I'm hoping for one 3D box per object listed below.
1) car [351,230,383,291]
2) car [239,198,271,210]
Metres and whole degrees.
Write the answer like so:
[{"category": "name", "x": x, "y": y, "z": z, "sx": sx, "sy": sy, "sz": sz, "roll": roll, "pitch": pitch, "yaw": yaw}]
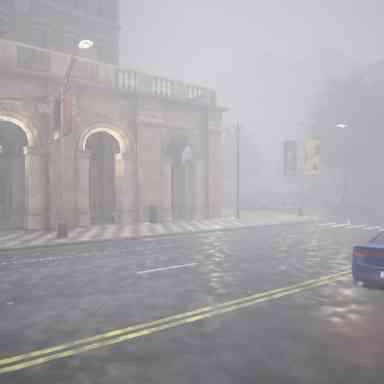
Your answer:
[{"category": "car", "x": 5.788, "y": 1.477, "z": 7.979, "sx": 5.008, "sy": 1.535, "sz": 1.882, "roll": 0, "pitch": 0, "yaw": -37}, {"category": "car", "x": 7.886, "y": 1.504, "z": 42.677, "sx": 1.837, "sy": 1.490, "sz": 4.892, "roll": 0, "pitch": 0, "yaw": -36}]
